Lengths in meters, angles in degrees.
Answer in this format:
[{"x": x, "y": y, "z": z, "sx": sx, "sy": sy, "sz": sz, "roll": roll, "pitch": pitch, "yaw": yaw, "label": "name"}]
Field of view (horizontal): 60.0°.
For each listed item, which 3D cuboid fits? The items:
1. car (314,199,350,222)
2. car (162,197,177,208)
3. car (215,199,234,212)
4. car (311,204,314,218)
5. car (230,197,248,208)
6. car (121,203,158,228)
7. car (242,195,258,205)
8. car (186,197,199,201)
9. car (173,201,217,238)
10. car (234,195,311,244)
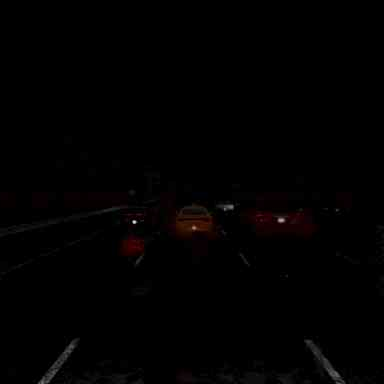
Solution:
[{"x": 10.598, "y": 1.361, "z": 26.389, "sx": 2.097, "sy": 1.767, "sz": 4.553, "roll": 0, "pitch": 0, "yaw": 0, "label": "car"}, {"x": -3.390, "y": 1.524, "z": 49.285, "sx": 1.837, "sy": 1.490, "sz": 4.892, "roll": 0, "pitch": 0, "yaw": 0, "label": "car"}, {"x": 3.606, "y": 1.615, "z": 38.623, "sx": 1.895, "sy": 1.301, "sz": 4.718, "roll": 0, "pitch": 0, "yaw": 0, "label": "car"}, {"x": 7.105, "y": 1.501, "z": 25.177, "sx": 2.128, "sy": 1.511, "sz": 4.902, "roll": 0, "pitch": 0, "yaw": 0, "label": "car"}, {"x": 7.109, "y": 1.510, "z": 50.597, "sx": 2.128, "sy": 1.511, "sz": 4.902, "roll": 0, "pitch": 0, "yaw": 0, "label": "car"}, {"x": -3.396, "y": 1.514, "z": 22.050, "sx": 1.837, "sy": 1.490, "sz": 4.892, "roll": 0, "pitch": 0, "yaw": 0, "label": "car"}, {"x": 10.511, "y": 1.375, "z": 60.948, "sx": 2.097, "sy": 1.767, "sz": 4.553, "roll": 0, "pitch": 0, "yaw": 0, "label": "car"}, {"x": 0.109, "y": 1.524, "z": 51.025, "sx": 1.837, "sy": 1.490, "sz": 4.892, "roll": 0, "pitch": 0, "yaw": 0, "label": "car"}, {"x": 0.104, "y": 1.484, "z": 17.793, "sx": 1.882, "sy": 1.535, "sz": 5.008, "roll": 0, "pitch": 0, "yaw": 0, "label": "car"}, {"x": 3.603, "y": 1.228, "z": 16.096, "sx": 2.150, "sy": 2.045, "sz": 5.566, "roll": 0, "pitch": 0, "yaw": 0, "label": "car"}]
